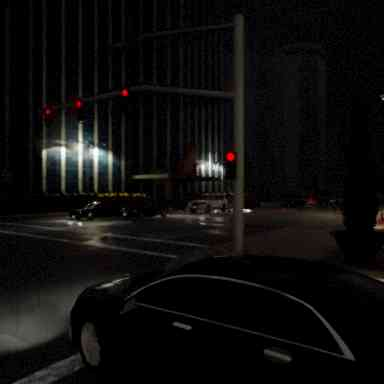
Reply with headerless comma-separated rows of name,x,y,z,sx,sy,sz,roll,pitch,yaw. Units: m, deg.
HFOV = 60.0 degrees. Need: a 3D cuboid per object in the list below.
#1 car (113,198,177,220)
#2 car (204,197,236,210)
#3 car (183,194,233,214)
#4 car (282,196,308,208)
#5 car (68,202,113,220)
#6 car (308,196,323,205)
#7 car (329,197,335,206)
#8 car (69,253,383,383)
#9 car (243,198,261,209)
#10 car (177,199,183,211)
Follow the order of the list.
car,-3.856,1.479,27.929,2.128,1.511,4.902,0,0,35
car,3.805,1.477,44.981,2.128,1.511,4.902,0,0,35
car,1.843,1.209,36.080,2.150,2.045,5.566,0,0,35
car,14.724,1.591,48.066,1.895,1.301,4.718,0,0,35
car,-7.805,1.532,28.382,2.033,1.411,5.357,0,0,35
car,21.139,1.469,57.252,1.882,1.535,5.008,0,0,35
car,24.076,1.519,55.378,1.812,1.442,4.674,0,0,34
car,0.477,1.505,3.877,4.892,1.490,1.837,0,0,39
car,7.625,1.552,44.330,1.994,1.385,4.181,0,0,35
car,-2.176,1.490,36.439,1.837,1.490,4.892,0,0,35
